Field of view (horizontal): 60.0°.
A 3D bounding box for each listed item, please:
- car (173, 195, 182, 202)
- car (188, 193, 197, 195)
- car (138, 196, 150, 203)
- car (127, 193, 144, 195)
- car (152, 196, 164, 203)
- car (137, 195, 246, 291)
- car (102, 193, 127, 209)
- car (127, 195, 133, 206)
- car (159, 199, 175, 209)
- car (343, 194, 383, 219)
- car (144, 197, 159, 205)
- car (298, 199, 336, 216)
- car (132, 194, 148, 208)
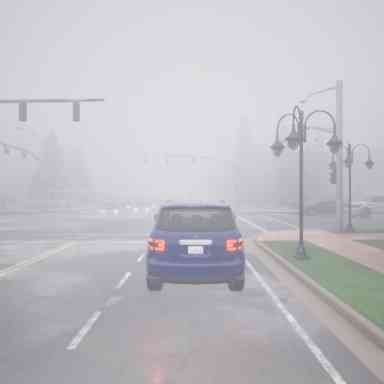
[{"bbox_3d":[-3.446,1.463,79.869,1.882,1.535,5.008,0,0,0],"label":"car"},{"bbox_3d":[0.052,1.534,77.893,1.994,1.385,4.181,0,0,0],"label":"car"},{"bbox_3d":[-10.451,1.530,72.749,2.033,1.411,5.357,0,0,0],"label":"car"},{"bbox_3d":[-10.514,1.469,62.288,1.882,1.535,5.008,0,0,0],"label":"car"},{"bbox_3d":[-6.967,1.496,68.021,1.837,1.490,4.892,0,0,0],"label":"car"},{"bbox_3d":[0.086,1.220,9.145,2.150,2.045,5.566,0,0,0],"label":"car"},{"bbox_3d":[-10.562,1.346,44.885,2.097,1.767,4.553,0,0,0],"label":"car"},{"bbox_3d":[-10.546,1.557,53.515,1.994,1.385,4.181,0,0,1],"label":"car"},{"bbox_3d":[-3.317,1.595,45.141,1.895,1.301,4.718,0,0,0],"label":"car"},{"bbox_3d":[16.208,1.218,28.772,5.566,2.045,2.150,0,0,-1],"label":"car"},{"bbox_3d":[-7.030,1.556,57.949,1.994,1.385,4.181,0,0,1],"label":"car"},{"bbox_3d":[12.763,1.501,32.252,4.892,1.490,1.837,0,0,-1],"label":"car"},{"bbox_3d":[-7.050,1.471,48.957,1.882,1.535,5.008,0,0,0],"label":"car"}]
